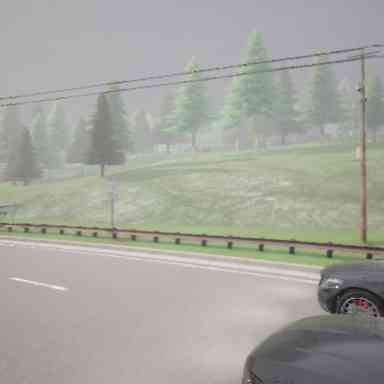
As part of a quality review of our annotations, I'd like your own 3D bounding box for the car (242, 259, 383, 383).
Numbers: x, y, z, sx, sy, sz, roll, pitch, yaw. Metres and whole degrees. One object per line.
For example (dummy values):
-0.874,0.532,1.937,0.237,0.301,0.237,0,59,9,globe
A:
2.629,1.487,1.906,4.892,1.490,1.837,0,0,36,car
